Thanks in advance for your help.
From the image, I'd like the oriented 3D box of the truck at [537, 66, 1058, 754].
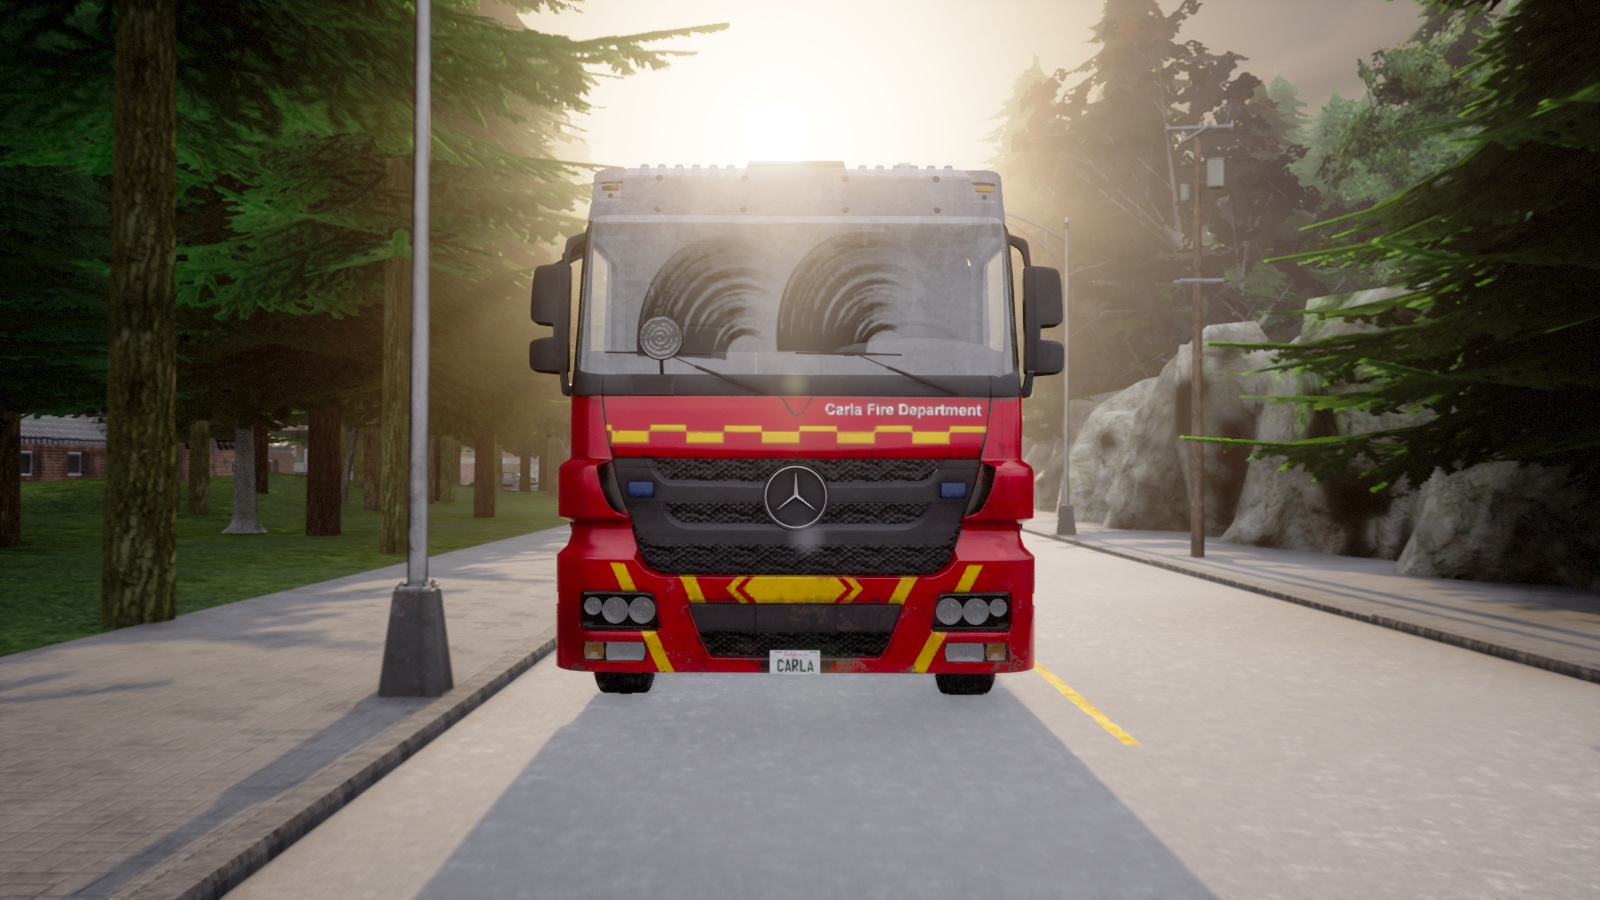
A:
[{"bbox_3d":[-0.031,-0.162,11.243,2.891,3.827,8.468,0,-1,0],"label":"truck"}]
